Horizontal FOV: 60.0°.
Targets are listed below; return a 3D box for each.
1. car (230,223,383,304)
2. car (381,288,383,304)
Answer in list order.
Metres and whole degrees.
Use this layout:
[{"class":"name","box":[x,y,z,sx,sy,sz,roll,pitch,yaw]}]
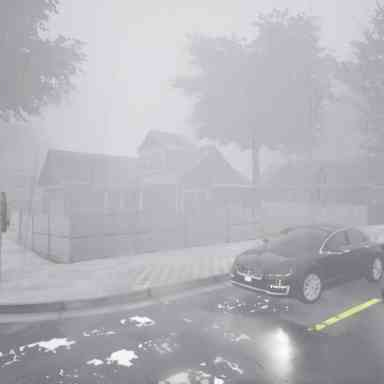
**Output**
[{"class":"car","box":[3.113,1.591,8.441,4.892,1.490,1.837,1,-1,-37]},{"class":"car","box":[5.862,1.618,6.919,5.357,1.411,2.033,1,-1,-39]}]
